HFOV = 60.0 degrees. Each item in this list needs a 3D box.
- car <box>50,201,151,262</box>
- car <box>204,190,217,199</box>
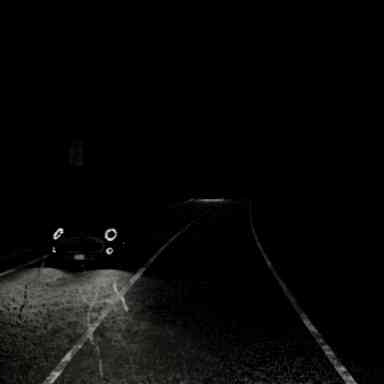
[{"bbox_3d":[-2.876,1.157,11.373,2.097,1.767,4.553,0,1,6],"label":"car"},{"bbox_3d":[2.919,0.360,52.070,1.812,1.442,4.674,0,1,5],"label":"car"}]
